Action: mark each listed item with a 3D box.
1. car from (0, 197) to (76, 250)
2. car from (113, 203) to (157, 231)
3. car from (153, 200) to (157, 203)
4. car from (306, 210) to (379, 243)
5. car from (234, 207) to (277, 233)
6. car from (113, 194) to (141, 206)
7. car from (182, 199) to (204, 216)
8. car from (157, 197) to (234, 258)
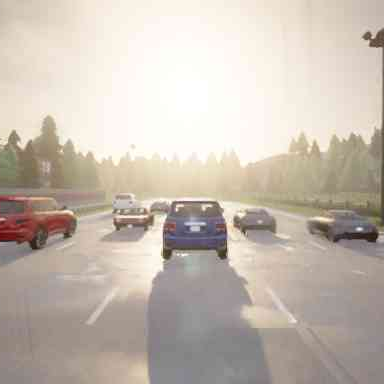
[{"bbox_3d":[-6.903,1.204,14.410,2.150,2.045,5.566,0,0,0],"label":"car"},{"bbox_3d":[-3.405,1.576,20.442,1.895,1.301,4.718,0,0,0],"label":"car"},{"bbox_3d":[-3.408,1.519,36.567,1.994,1.385,4.181,0,0,0],"label":"car"},{"bbox_3d":[7.097,1.545,16.105,1.994,1.385,4.181,0,0,0],"label":"car"},{"bbox_3d":[3.597,1.540,19.592,1.994,1.385,4.181,0,0,0],"label":"car"},{"bbox_3d":[-6.899,1.178,35.639,2.150,2.045,5.566,0,0,0],"label":"car"},{"bbox_3d":[0.092,1.507,33.610,2.033,1.411,5.357,0,0,0],"label":"car"},{"bbox_3d":[0.098,1.206,12.780,2.150,2.045,5.566,0,0,0],"label":"car"}]
